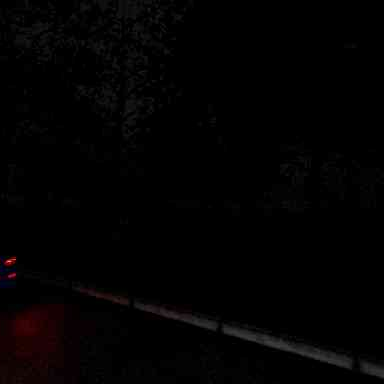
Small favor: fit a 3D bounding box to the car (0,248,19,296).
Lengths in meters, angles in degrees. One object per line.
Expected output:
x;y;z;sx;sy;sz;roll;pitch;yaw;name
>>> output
-5.644;1.533;7.393;4.674;1.442;1.812;0;0;36;car
